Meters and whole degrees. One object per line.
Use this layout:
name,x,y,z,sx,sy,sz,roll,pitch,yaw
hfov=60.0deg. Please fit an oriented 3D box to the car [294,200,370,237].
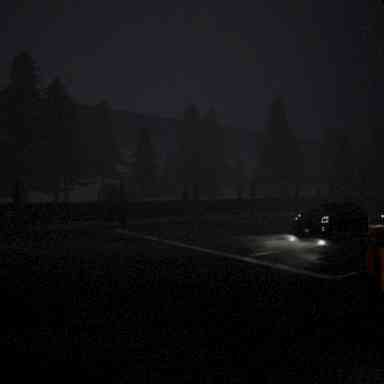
car,7.578,1.356,17.994,4.553,1.767,2.097,0,0,-35

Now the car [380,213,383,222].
car,15.497,1.554,23.654,5.357,1.411,2.033,0,0,-36
